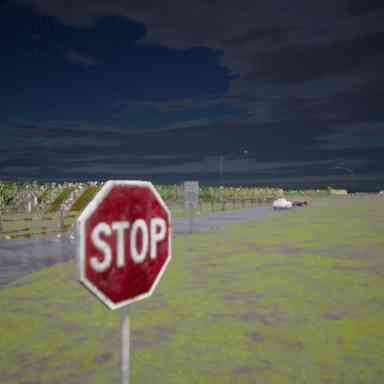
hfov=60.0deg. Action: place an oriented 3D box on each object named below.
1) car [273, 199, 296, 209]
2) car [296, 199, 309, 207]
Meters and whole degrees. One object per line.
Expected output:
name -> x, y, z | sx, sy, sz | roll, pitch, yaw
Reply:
car -> 12.777, 1.668, 46.924 | 1.812, 1.442, 4.674 | 0, 0, 31
car -> 18.024, 1.740, 55.634 | 1.895, 1.301, 4.718 | 0, 0, 35
